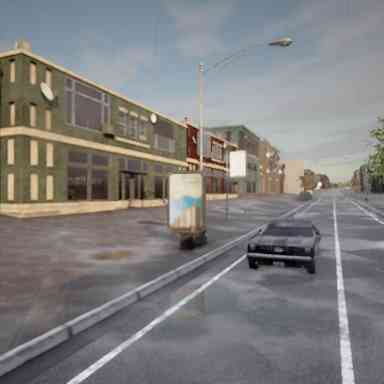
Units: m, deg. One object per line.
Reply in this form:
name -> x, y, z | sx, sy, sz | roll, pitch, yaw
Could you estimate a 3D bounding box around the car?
car -> 3.176, 1.602, 10.890 | 1.895, 1.301, 4.718 | 0, 0, 23
